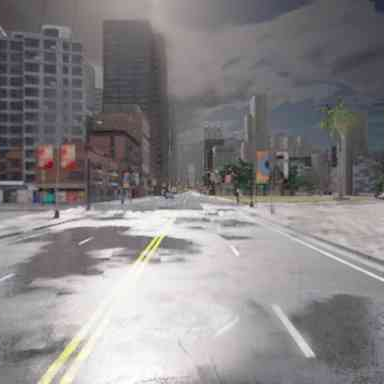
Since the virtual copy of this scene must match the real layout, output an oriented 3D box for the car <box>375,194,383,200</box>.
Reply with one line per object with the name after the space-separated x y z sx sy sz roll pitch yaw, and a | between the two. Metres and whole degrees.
43.308 1.126 74.610 4.674 1.442 1.812 -1 0 -25 | car
